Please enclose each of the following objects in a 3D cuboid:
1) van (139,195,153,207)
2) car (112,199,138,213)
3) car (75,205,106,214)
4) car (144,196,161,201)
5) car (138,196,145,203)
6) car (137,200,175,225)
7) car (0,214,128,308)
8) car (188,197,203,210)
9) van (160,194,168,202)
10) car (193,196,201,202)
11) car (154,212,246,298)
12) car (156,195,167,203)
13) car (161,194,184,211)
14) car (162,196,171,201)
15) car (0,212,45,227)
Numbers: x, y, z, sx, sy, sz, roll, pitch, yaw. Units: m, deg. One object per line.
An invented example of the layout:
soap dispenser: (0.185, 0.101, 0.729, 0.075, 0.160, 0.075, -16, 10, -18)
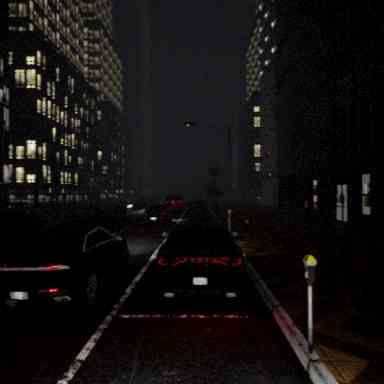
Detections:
van: (-7.666, 1.500, 55.773, 1.690, 1.788, 3.998, 0, 0, 1)
car: (-8.014, 1.683, 38.699, 2.008, 1.369, 4.403, 0, 0, 1)
car: (-8.246, 1.694, 27.316, 1.802, 1.307, 4.206, 0, 0, 1)
car: (-5.136, 1.623, 48.348, 2.128, 1.511, 4.902, 0, 0, 1)
car: (-7.782, 1.695, 50.081, 1.887, 1.381, 4.507, 0, 0, 1)
car: (-2.530, 1.595, 24.402, 1.812, 1.442, 4.674, 0, 0, 1)
car: (-2.853, 1.529, 8.000, 2.128, 1.511, 4.902, 0, 0, 1)
car: (0.481, 1.652, 44.207, 1.947, 1.339, 4.313, 0, 0, 1)
van: (-7.084, 1.536, 84.228, 1.690, 1.788, 3.998, 0, 0, 1)
car: (1.178, 1.715, 78.351, 1.802, 1.307, 4.206, 0, 0, 1)
car: (0.200, 1.497, 8.606, 1.882, 1.535, 5.008, 0, 0, 1)
car: (-7.201, 1.628, 78.536, 1.967, 1.590, 4.097, 0, 0, 1)
car: (-2.260, 1.323, 42.611, 2.150, 2.045, 5.566, 0, 0, 1)
car: (-6.968, 1.767, 89.919, 1.947, 1.339, 4.313, 0, 0, 1)
car: (-8.479, 1.657, 15.936, 1.947, 1.339, 4.313, 0, 0, 1)
